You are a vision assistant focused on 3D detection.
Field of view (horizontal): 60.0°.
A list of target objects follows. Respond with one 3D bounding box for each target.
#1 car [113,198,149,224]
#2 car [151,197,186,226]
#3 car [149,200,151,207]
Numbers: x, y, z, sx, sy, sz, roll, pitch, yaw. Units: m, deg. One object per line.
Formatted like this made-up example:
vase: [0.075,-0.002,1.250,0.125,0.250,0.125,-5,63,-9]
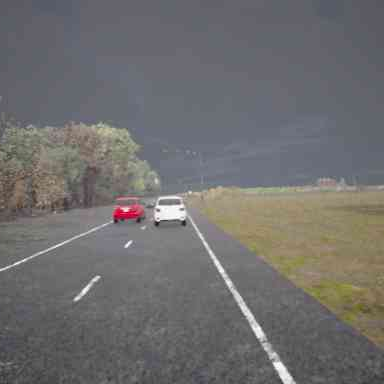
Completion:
car: [-5.279,1.543,28.471,2.150,2.045,5.566,-3,0,-3]
car: [-1.607,1.371,25.000,2.150,2.045,5.566,-3,0,-3]
car: [-6.651,2.022,56.623,1.994,1.385,4.181,-3,0,-3]
